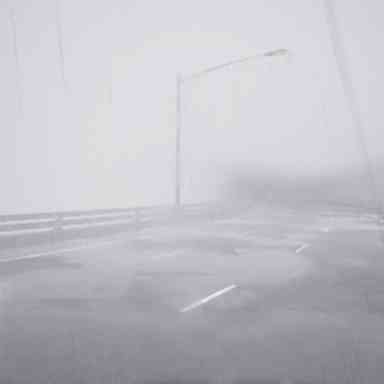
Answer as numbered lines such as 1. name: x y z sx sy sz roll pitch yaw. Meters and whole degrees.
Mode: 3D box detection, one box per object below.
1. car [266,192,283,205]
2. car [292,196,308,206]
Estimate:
1. car: 13.731 0.993 55.407 2.150 2.045 5.566 1 0 7
2. car: 16.453 1.320 50.583 2.128 1.511 4.902 1 0 10
